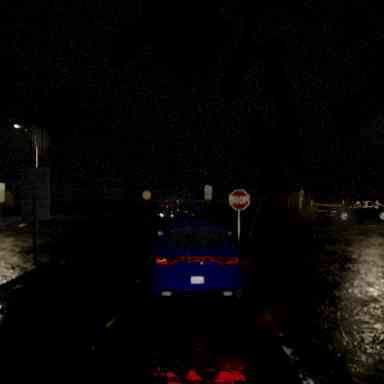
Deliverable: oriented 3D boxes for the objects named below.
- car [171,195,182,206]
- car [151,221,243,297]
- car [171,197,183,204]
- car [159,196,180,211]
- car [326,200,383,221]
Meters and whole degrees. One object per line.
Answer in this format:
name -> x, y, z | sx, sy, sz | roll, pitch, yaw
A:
car -> -2.857, 1.314, 50.846 | 2.097, 1.767, 4.553 | 0, 0, 0
car -> 0.085, 1.476, 8.631 | 1.882, 1.535, 5.008 | 0, 0, 0
car -> -2.832, 1.546, 63.387 | 1.895, 1.301, 4.718 | 0, 0, 1
car -> -2.862, 1.540, 40.105 | 1.994, 1.385, 4.181 | 0, 0, 0
car -> 13.136, 1.423, 26.124 | 4.892, 1.490, 1.837 | 0, 1, 3
